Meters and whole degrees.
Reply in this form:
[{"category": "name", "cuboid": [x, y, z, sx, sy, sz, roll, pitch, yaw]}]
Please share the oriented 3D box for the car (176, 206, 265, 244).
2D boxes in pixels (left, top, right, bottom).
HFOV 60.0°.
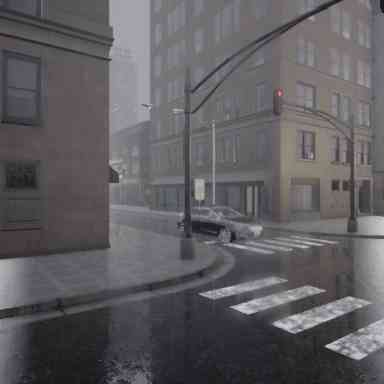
[{"category": "car", "cuboid": [1.186, 1.427, 15.625, 2.128, 1.511, 4.902, 0, 0, -38]}]
